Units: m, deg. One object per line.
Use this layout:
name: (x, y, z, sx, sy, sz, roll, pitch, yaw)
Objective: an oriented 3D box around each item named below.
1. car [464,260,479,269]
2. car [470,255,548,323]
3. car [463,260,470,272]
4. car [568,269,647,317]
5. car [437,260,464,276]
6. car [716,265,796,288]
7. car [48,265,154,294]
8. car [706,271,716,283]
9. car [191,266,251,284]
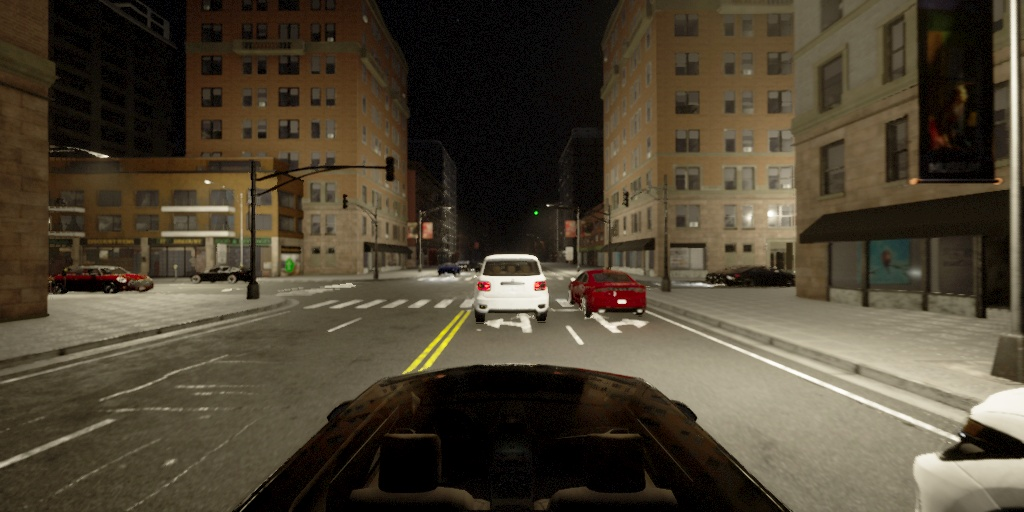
car: (-6.505, 1.403, 57.973, 1.994, 1.385, 4.181, 0, 0, 0)
car: (-0.113, 0.987, 12.343, 2.150, 2.045, 5.566, 0, 0, -3)
car: (-6.590, 1.321, 48.012, 2.128, 1.511, 4.902, 0, 0, 0)
car: (3.311, 1.232, 13.265, 1.882, 1.535, 5.008, 0, 0, 0)
car: (-6.617, 1.420, 38.175, 1.895, 1.301, 4.718, 0, 0, 0)
car: (15.504, 1.315, 22.294, 4.181, 1.385, 1.994, 0, 0, 1)
car: (-22.199, 1.272, 19.600, 4.097, 1.591, 1.967, 0, 0, 0)
car: (16.004, 1.330, 25.209, 4.181, 1.385, 1.994, 0, 0, 0)
car: (-22.150, 1.440, 27.625, 4.313, 1.339, 1.948, 0, 0, 0)
